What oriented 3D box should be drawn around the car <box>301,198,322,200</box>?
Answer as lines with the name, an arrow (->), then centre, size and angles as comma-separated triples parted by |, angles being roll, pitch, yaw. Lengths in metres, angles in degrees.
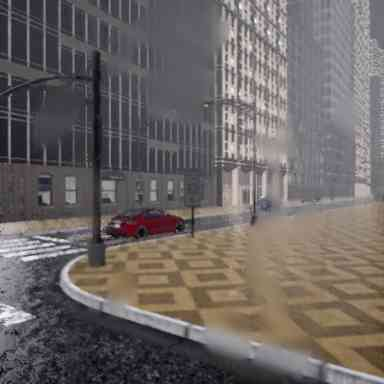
car -> 17.300, 0.976, 47.885 | 2.033, 1.411, 5.357 | 0, 0, 37

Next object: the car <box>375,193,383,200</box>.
car -> 47.036, 0.998, 82.814 | 2.097, 1.767, 4.553 | 0, 0, 37

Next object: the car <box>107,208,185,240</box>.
car -> -2.181, 1.495, 16.681 | 1.994, 1.385, 4.181 | 0, 0, 37

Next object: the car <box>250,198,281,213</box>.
car -> 7.907, 1.397, 35.403 | 1.812, 1.442, 4.674 | 0, 0, 37
